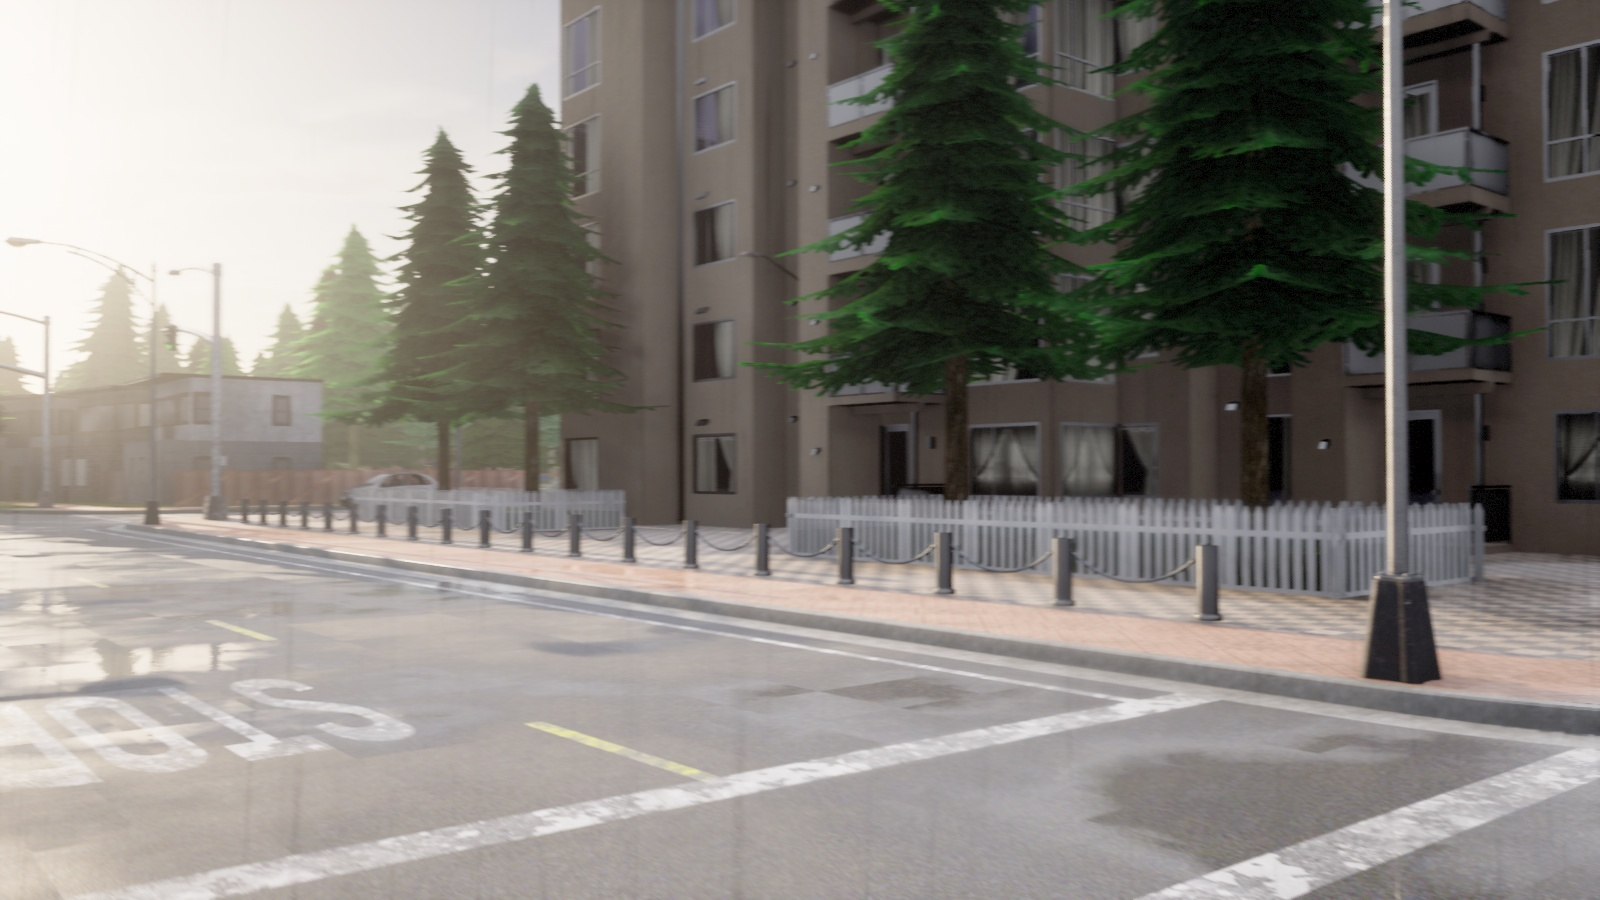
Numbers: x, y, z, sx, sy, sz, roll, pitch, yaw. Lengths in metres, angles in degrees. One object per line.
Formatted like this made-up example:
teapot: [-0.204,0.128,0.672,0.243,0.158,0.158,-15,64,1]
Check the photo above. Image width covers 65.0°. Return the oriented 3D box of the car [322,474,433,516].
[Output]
car: [-17.513,1.842,52.150,3.988,1.617,1.851,0,-1,-39]
